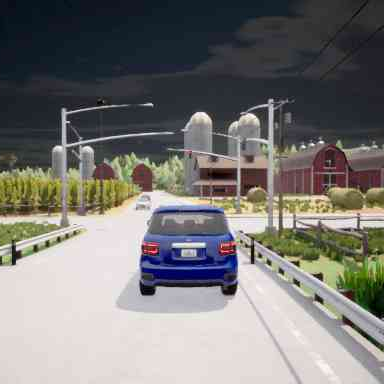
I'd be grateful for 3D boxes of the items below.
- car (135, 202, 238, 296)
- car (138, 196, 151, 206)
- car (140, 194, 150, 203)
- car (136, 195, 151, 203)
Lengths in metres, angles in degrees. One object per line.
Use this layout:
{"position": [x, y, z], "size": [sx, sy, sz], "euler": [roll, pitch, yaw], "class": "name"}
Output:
{"position": [-0.110, 1.370, 9.166], "size": [2.150, 2.045, 5.566], "euler": [0, -2, -1], "class": "car"}
{"position": [-7.648, 1.415, 53.759], "size": [1.994, 1.385, 4.181], "euler": [0, 1, -7], "class": "car"}
{"position": [-8.933, 1.219, 63.983], "size": [1.812, 1.442, 4.674], "euler": [0, 1, -7], "class": "car"}
{"position": [-6.407, 1.531, 43.820], "size": [1.812, 1.442, 4.674], "euler": [0, 1, -7], "class": "car"}
